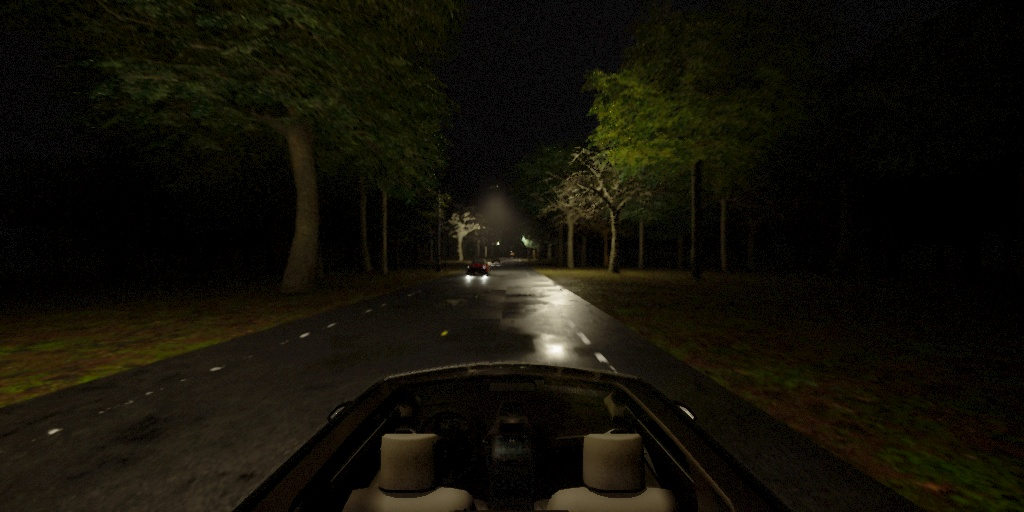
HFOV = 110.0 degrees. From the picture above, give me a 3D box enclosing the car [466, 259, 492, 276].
[{"bbox_3d":[-3.566,1.113,38.132,2.097,1.767,4.553,0,0,0],"label":"car"}]
